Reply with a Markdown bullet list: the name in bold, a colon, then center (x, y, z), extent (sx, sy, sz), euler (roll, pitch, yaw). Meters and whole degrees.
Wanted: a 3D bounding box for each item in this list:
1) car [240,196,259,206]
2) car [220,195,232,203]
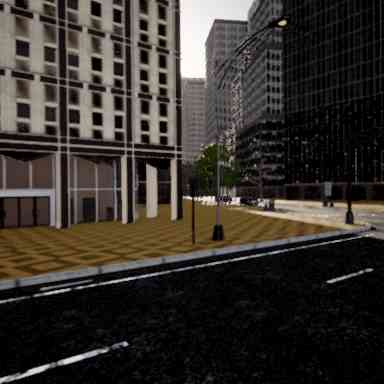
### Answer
- **car**: center (8.625, 1.307, 50.335), extent (2.128, 1.511, 4.902), euler (-1, 0, -7)
- **car**: center (6.564, 1.390, 66.154), extent (2.033, 1.411, 5.357), euler (-1, 0, -7)
